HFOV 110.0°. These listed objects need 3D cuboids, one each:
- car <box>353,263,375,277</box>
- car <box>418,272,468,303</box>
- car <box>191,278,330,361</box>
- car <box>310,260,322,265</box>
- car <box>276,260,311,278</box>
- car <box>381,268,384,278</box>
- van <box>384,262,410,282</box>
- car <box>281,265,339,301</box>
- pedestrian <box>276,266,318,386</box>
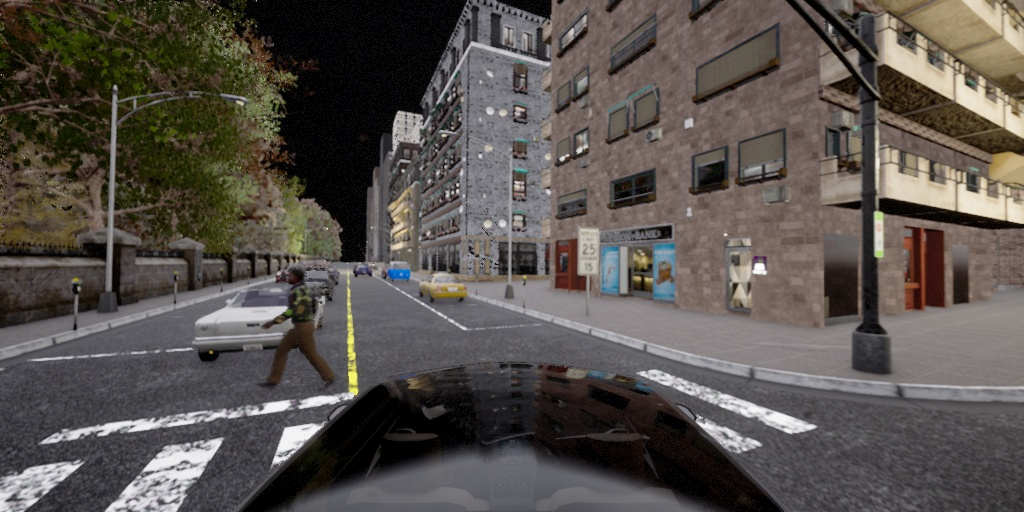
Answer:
[{"bbox_3d":[-17.450,1.680,42.066,1.812,1.442,4.674,1,-1,-25],"label":"car"},{"bbox_3d":[-3.631,1.474,18.141,1.751,1.417,4.829,0,0,-25],"label":"car"},{"bbox_3d":[-5.623,1.375,8.559,1.895,1.301,4.718,1,-1,-24],"label":"car"},{"bbox_3d":[-22.729,1.365,39.656,2.192,1.841,5.009,0,0,-25],"label":"car"},{"bbox_3d":[-18.107,1.387,29.590,1.967,1.591,4.097,0,0,-25],"label":"car"},{"bbox_3d":[-12.803,1.590,38.121,1.967,1.591,4.097,0,0,-25],"label":"car"},{"bbox_3d":[-10.492,1.440,33.087,1.690,1.789,3.998,0,0,-25],"label":"van"},{"bbox_3d":[-9.763,1.369,17.662,1.837,1.490,4.892,1,-1,-25],"label":"car"},{"bbox_3d":[-3.148,1.048,5.268,0.375,1.860,0.375,1,-1,-25],"label":"pedestrian"}]
